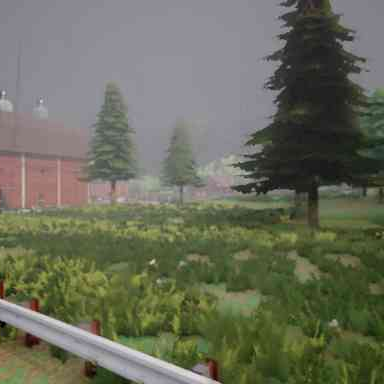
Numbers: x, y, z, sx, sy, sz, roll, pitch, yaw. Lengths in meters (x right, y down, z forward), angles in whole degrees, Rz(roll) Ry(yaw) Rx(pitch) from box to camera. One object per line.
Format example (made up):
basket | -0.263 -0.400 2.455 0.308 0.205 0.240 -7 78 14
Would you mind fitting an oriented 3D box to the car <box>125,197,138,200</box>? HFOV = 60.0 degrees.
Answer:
car | -17.134 2.158 93.182 1.816 1.474 4.193 -1 0 35
